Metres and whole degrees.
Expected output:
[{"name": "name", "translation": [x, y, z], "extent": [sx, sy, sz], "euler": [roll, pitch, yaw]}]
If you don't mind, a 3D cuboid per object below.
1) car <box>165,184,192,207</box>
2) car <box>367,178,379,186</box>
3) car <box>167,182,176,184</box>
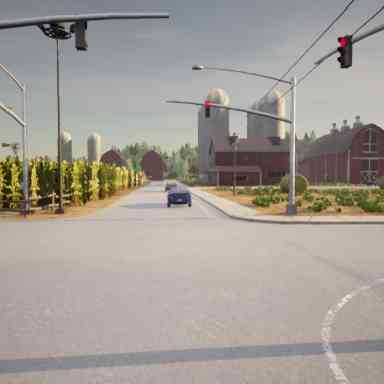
[{"name": "car", "translation": [-1.110, 0.346, 27.600], "extent": [1.882, 1.535, 5.008], "euler": [0, 3, -5]}, {"name": "car", "translation": [42.374, -2.329, 77.518], "extent": [1.905, 1.878, 3.866], "euler": [10, 10, 41]}, {"name": "car", "translation": [-3.338, -0.811, 52.831], "extent": [2.128, 1.511, 4.902], "euler": [0, 3, -5]}]
